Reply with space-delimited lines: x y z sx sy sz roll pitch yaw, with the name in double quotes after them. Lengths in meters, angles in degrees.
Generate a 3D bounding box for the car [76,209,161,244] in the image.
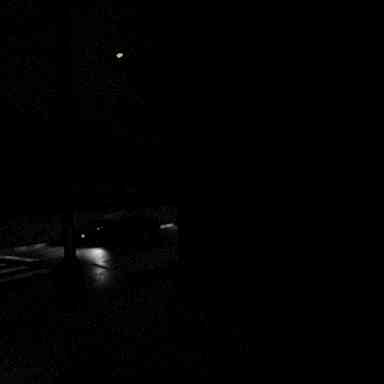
-3.421 1.576 16.276 1.812 1.442 4.674 -4 -1 34 "car"
